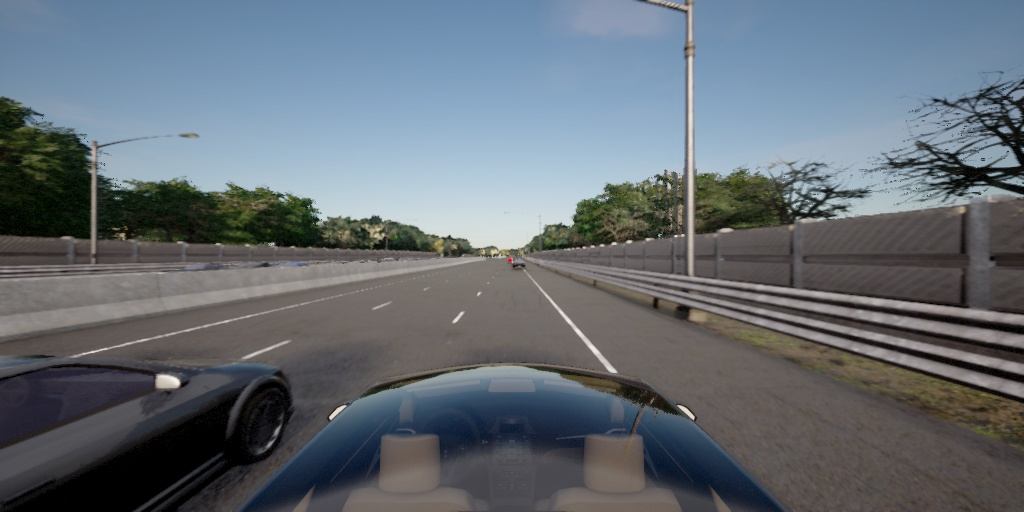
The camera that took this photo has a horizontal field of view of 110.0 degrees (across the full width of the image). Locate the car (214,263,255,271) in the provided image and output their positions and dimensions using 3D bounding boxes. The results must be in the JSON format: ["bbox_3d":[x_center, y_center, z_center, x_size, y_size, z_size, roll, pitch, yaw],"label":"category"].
[{"bbox_3d":[-21.077,1.272,29.178,1.837,1.490,4.892,0,0,0],"label":"car"}]

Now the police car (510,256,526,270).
[{"bbox_3d":[1.058,1.202,53.314,1.930,1.638,5.238,0,0,0],"label":"police car"}]

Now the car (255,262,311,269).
[{"bbox_3d":[-17.579,1.246,28.581,1.882,1.535,5.008,0,0,0],"label":"car"}]

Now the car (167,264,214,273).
[{"bbox_3d":[-24.580,1.316,28.619,2.033,1.411,5.357,0,0,0],"label":"car"}]

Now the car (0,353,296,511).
[{"bbox_3d":[-3.400,1.315,2.279,1.994,1.385,4.181,0,0,0],"label":"car"}]
